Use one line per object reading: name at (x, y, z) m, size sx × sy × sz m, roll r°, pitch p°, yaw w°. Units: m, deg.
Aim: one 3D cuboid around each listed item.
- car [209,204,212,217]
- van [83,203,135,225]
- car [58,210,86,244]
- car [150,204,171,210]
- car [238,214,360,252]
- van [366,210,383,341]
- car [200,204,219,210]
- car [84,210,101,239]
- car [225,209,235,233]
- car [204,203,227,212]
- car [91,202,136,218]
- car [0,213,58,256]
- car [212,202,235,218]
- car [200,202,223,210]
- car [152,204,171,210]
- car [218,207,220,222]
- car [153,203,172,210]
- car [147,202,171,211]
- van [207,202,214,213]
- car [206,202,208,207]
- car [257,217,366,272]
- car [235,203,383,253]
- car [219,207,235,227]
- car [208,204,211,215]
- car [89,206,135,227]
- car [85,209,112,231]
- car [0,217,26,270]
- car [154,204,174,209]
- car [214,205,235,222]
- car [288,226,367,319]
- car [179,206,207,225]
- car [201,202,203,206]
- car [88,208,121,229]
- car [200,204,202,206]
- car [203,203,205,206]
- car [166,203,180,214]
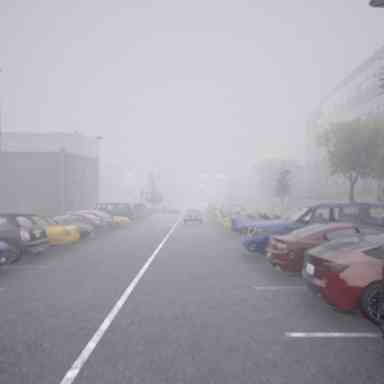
car at (4.673, 2.419, 37.314) m, size 4.892 × 1.521 × 2.231 m, roll 0°, pitch -2°, yaw 0°
van at (-7.772, 2.016, 31.467) m, size 4.442 × 1.987 × 1.878 m, roll 0°, pitch -2°, yaw 0°
car at (-7.854, 1.751, 14.847) m, size 5.366 × 1.575 × 1.946 m, roll 0°, pitch -2°, yaw 0°
car at (-7.613, 3.724, 80.693) m, size 4.674 × 1.452 × 2.002 m, roll 0°, pitch -2°, yaw 0°
car at (4.632, 1.793, 14.974) m, size 4.792 × 1.488 × 2.163 m, roll 0°, pitch -2°, yaw 0°
van at (4.769, 1.278, 3.835) m, size 4.442 × 1.987 × 1.878 m, roll 0°, pitch -1°, yaw 0°
car at (4.716, 3.978, 90.496) m, size 4.892 × 1.521 × 2.231 m, roll 0°, pitch -2°, yaw 0°
car at (-7.638, 1.866, 17.636) m, size 4.792 × 1.488 × 2.163 m, roll 0°, pitch -2°, yaw 0°
car at (4.695, 1.957, 20.559) m, size 4.792 × 1.488 × 2.163 m, roll 0°, pitch -2°, yaw 0°
car at (4.736, 3.193, 68.035) m, size 4.553 × 1.767 × 2.185 m, roll 0°, pitch -2°, yaw 0°
car at (-7.686, 1.908, 28.678) m, size 5.566 × 2.045 × 2.435 m, roll 0°, pitch -2°, yaw 0°
car at (-7.640, 1.543, 11.933) m, size 4.553 × 1.767 × 2.185 m, roll 0°, pitch -2°, yaw 0°
car at (4.645, 2.211, 34.528) m, size 4.553 × 1.767 × 2.185 m, roll 0°, pitch -2°, yaw 0°
car at (4.687, 3.476, 82.001) m, size 5.566 × 2.045 × 2.435 m, roll 0°, pitch -2°, yaw 0°
car at (-7.642, 3.800, 83.631) m, size 4.792 × 1.488 × 2.163 m, roll 0°, pitch -2°, yaw 0°
car at (4.699, 2.120, 26.145) m, size 4.792 × 1.488 × 2.163 m, roll 0°, pitch -2°, yaw 0°
car at (-7.642, 3.731, 86.572) m, size 4.553 × 1.767 × 2.185 m, roll 0°, pitch -2°, yaw 0°
car at (-7.651, 3.175, 71.891) m, size 5.566 × 2.045 × 2.435 m, roll 0°, pitch -2°, yaw 0°
van at (4.567, 2.356, 42.906) m, size 4.442 × 1.987 × 1.878 m, roll 0°, pitch -2°, yaw 0°
car at (4.719, 2.620, 48.489) m, size 4.553 × 1.767 × 2.185 m, roll 0°, pitch -2°, yaw 0°
car at (4.656, 1.605, 9.449) m, size 5.008 × 1.535 × 2.097 m, roll 0°, pitch -2°, yaw 0°
car at (4.631, 1.430, 12.190) m, size 5.566 × 2.045 × 2.435 m, roll 0°, pitch -2°, yaw 0°
car at (4.854, 2.006, 23.352) m, size 5.366 × 1.575 × 1.946 m, roll 0°, pitch -2°, yaw 0°
car at (4.688, 2.501, 40.107) m, size 4.892 × 1.521 × 2.231 m, roll 0°, pitch -2°, yaw 0°
car at (-7.474, 2.078, 26.006) m, size 5.366 × 1.575 × 1.946 m, roll 0°, pitch -2°, yaw 0°
car at (-7.661, 1.958, 20.424) m, size 4.674 × 1.452 × 2.002 m, roll 0°, pitch -2°, yaw 0°
car at (-7.679, 1.592, 9.141) m, size 5.008 × 1.535 × 2.097 m, roll 0°, pitch -1°, yaw 0°
car at (-7.791, 4.025, 92.442) m, size 5.366 × 1.575 × 1.946 m, roll 0°, pitch -2°, yaw 0°
car at (4.858, 2.170, 28.937) m, size 5.366 × 1.575 × 1.946 m, roll 0°, pitch -2°, yaw 0°
car at (4.684, 1.573, 6.617) m, size 4.792 × 1.488 × 2.163 m, roll 0°, pitch -1°, yaw 0°
car at (0.125, 2.322, 31.829) m, size 2.033 × 1.411 × 5.357 m, roll 0°, pitch -2°, yaw 0°
car at (4.727, 2.904, 62.455) m, size 5.566 × 2.045 × 2.435 m, roll 0°, pitch -2°, yaw 0°
car at (-7.660, 2.036, 23.090) m, size 4.674 × 1.452 × 2.002 m, roll 0°, pitch -2°, yaw 0°
car at (0.087, 2.708, 46.394) m, size 1.837 × 1.490 × 4.892 m, roll 0°, pitch -1°, yaw 0°
car at (4.723, 3.021, 56.863) m, size 4.792 × 1.488 × 2.163 m, roll 0°, pitch -2°, yaw 0°
car at (-2.956, 3.039, 56.808) m, size 1.812 × 1.442 × 4.674 m, roll 0°, pitch -2°, yaw 0°
